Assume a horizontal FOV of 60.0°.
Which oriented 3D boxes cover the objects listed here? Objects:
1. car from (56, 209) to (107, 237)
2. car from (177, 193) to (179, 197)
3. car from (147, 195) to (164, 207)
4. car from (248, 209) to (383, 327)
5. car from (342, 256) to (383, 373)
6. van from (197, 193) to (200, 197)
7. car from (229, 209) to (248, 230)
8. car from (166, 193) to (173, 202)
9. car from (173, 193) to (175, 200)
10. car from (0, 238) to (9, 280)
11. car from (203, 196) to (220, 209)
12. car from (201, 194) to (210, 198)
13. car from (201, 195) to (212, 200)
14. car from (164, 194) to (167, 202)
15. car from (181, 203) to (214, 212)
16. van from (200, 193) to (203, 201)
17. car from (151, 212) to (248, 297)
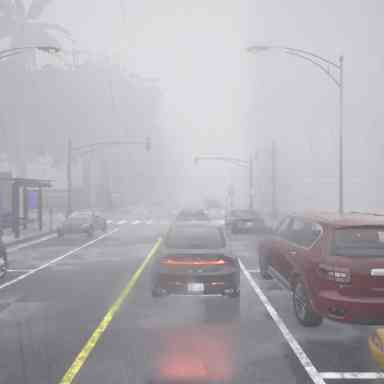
[{"bbox_3d":[-5.750,1.577,17.828,1.802,1.307,4.206,0,0,0],"label":"car"},{"bbox_3d":[-5.686,1.234,93.049,2.192,1.841,5.009,0,0,0],"label":"car"},{"bbox_3d":[-5.723,1.526,49.687,2.008,1.369,4.403,0,0,0],"label":"car"},{"bbox_3d":[2.765,1.314,6.952,2.192,1.841,5.009,0,0,0],"label":"car"},{"bbox_3d":[2.761,1.525,1.697,1.752,1.417,4.829,0,0,0],"label":"car"},{"bbox_3d":[2.830,1.277,82.182,1.690,1.788,3.998,0,0,0],"label":"van"},{"bbox_3d":[2.775,1.561,17.803,1.947,1.339,4.313,0,0,0],"label":"car"},{"bbox_3d":[-5.704,1.392,71.368,1.967,1.590,4.097,0,0,0],"label":"car"},{"bbox_3d":[-5.700,1.259,76.788,2.192,1.841,5.009,0,0,0],"label":"car"},{"bbox_3d":[-5.760,1.439,6.975,1.967,1.590,4.097,0,0,0],"label":"car"},{"bbox_3d":[2.798,1.545,44.239,1.947,1.339,4.313,0,0,0],"label":"car"},{"bbox_3d":[2.807,1.495,55.250,1.752,1.417,4.829,0,0,0],"label":"car"},{"bbox_3d":[2.803,1.541,49.660,1.947,1.339,4.313,0,0,0],"label":"car"},{"bbox_3d":[-5.719,1.410,55.107,1.967,1.590,4.097,0,0,0],"label":"car"},{"bbox_3d":[0.017,1.559,18.561,1.994,1.385,4.181,0,0,0],"label":"car"},{"bbox_3d":[2.811,1.306,60.500,1.690,1.788,3.998,0,0,0],"label":"van"},{"bbox_3d":[0.083,1.503,8.533,1.837,1.490,4.892,0,0,0],"label":"car"}]
